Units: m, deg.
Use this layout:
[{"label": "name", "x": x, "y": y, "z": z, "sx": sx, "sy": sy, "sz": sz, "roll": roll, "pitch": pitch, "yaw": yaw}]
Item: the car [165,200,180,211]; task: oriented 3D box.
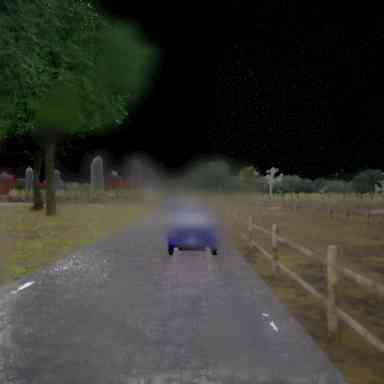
[{"label": "car", "x": -2.751, "y": 1.869, "z": 47.825, "sx": 1.882, "sy": 1.535, "sz": 5.008, "roll": 0, "pitch": -1, "yaw": 1}]

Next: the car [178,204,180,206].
[{"label": "car", "x": 0.032, "y": 1.848, "z": 28.251, "sx": 1.895, "sy": 1.301, "sz": 4.718, "roll": 0, "pitch": 0, "yaw": 0}]

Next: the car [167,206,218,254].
[{"label": "car", "x": 0.033, "y": 1.609, "z": 14.255, "sx": 1.882, "sy": 1.535, "sz": 5.008, "roll": 0, "pitch": 0, "yaw": 0}]
